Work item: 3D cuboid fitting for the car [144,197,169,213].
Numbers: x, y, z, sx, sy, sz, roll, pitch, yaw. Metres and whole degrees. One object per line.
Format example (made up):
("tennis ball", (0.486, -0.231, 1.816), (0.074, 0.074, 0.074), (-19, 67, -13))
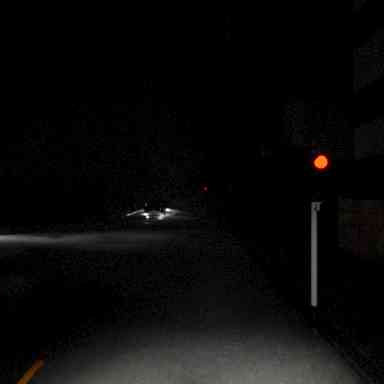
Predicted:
("car", (-4.117, 1.352, 37.612), (2.097, 1.767, 4.553), (0, 0, 0))

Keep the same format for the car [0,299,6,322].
("car", (-3.864, 1.547, 2.622), (2.033, 1.411, 5.357), (0, 0, 5))

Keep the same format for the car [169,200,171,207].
("car", (-4.103, 1.601, 47.674), (1.895, 1.301, 4.718), (0, 0, 0))
